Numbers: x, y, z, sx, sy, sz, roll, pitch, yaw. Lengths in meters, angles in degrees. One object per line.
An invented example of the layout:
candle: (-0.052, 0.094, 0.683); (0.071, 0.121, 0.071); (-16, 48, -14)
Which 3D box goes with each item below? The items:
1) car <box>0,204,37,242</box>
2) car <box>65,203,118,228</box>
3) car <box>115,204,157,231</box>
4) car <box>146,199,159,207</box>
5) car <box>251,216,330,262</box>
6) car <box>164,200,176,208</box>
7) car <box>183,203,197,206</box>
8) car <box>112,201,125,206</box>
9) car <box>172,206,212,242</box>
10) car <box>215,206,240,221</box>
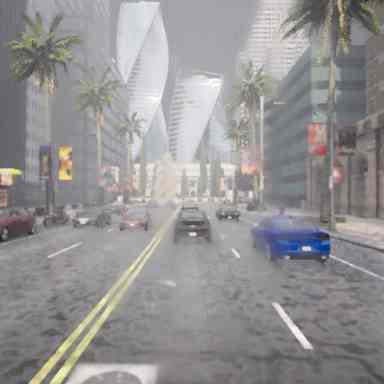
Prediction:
car: (-10.181, 1.556, 17.687); (2.185, 1.767, 4.553); (0, -1, -1)
car: (-7.279, 1.784, 24.589); (2.128, 1.511, 4.902); (0, -1, -1)
car: (-3.745, 1.805, 22.884); (1.812, 1.442, 4.674); (0, -1, -1)
car: (-7.773, 2.160, 65.961); (2.097, 1.767, 4.553); (0, -1, 0)
car: (3.552, 1.646, 12.820); (1.882, 1.535, 5.008); (0, -1, 0)
car: (-4.271, 2.304, 65.072); (1.837, 1.490, 4.892); (0, -1, 0)
car: (-0.226, 1.913, 34.936); (1.882, 1.535, 5.008); (0, -1, -1)
car: (-10.584, 2.047, 47.055); (2.231, 1.521, 4.892); (0, -1, -1)
car: (0.002, 1.729, 17.853); (1.837, 1.490, 4.892); (0, -1, -1)
car: (3.317, 2.005, 31.869); (1.895, 1.301, 4.718); (0, -1, -1)
